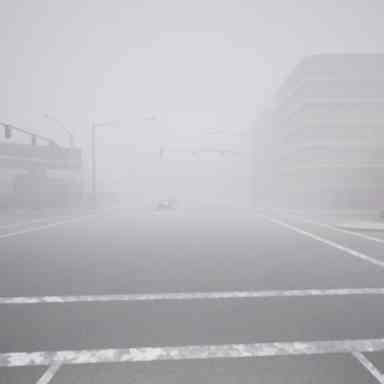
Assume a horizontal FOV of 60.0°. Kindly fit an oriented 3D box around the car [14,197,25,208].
[{"bbox_3d":[-23.985,1.348,43.310,3.806,1.475,1.970,0,0,1],"label":"car"}]

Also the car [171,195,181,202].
[{"bbox_3d":[-3.232,1.382,68.849,1.994,1.385,4.181,0,0,0],"label":"car"}]

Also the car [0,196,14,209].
[{"bbox_3d":[-23.274,1.202,37.558,4.611,1.667,2.242,0,0,1],"label":"car"}]

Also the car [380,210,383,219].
[{"bbox_3d":[16.292,1.444,24.098,4.892,1.490,1.837,0,0,1],"label":"car"}]

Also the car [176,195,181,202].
[{"bbox_3d":[-3.194,1.371,53.232,1.837,1.490,4.892,0,0,0],"label":"car"}]

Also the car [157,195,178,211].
[{"bbox_3d":[-3.075,1.449,39.247,2.033,1.411,5.357,0,0,-1],"label":"car"}]
